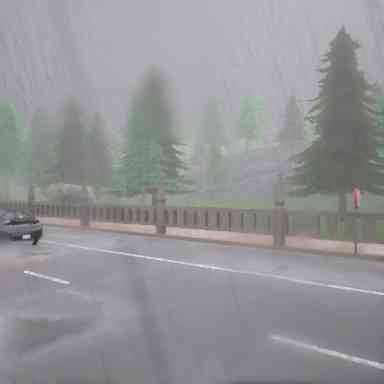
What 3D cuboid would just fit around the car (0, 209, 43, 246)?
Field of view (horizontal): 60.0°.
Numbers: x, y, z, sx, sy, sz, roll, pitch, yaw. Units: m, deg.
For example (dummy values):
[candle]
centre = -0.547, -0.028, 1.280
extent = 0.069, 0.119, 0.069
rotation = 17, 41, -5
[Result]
[car]
centre = -8.269, 1.495, 14.066
extent = 4.902, 1.511, 2.128
rotation = 0, 0, 36
